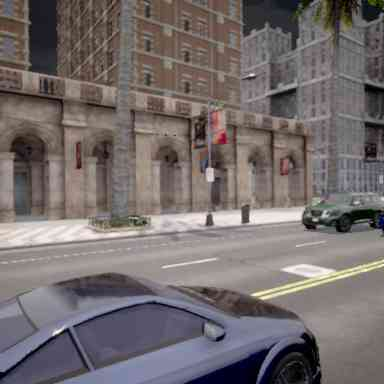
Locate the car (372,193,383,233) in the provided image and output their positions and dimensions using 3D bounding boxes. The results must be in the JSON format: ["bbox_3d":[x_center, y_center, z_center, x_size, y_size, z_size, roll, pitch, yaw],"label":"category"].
[{"bbox_3d":[11.471,1.044,16.306,5.566,2.045,2.150,-1,1,-35],"label":"car"}]

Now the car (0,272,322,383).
[{"bbox_3d":[-0.642,1.549,3.253,4.181,1.385,1.994,-1,0,-35],"label":"car"}]

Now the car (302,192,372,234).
[{"bbox_3d":[8.529,1.050,18.518,5.566,2.045,2.150,-1,0,-35],"label":"car"}]
